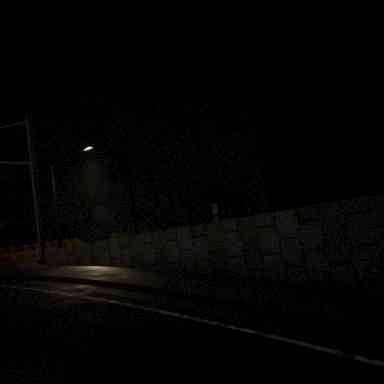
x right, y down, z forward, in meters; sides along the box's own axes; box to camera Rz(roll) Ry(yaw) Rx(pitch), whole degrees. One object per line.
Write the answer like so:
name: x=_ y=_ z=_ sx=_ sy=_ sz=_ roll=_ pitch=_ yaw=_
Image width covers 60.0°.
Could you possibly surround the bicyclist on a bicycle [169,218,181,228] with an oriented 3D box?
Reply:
bicyclist on a bicycle: x=-1.341 y=2.917 z=27.294 sx=1.656 sy=1.620 sz=0.582 roll=-14 pitch=-8 yaw=36
